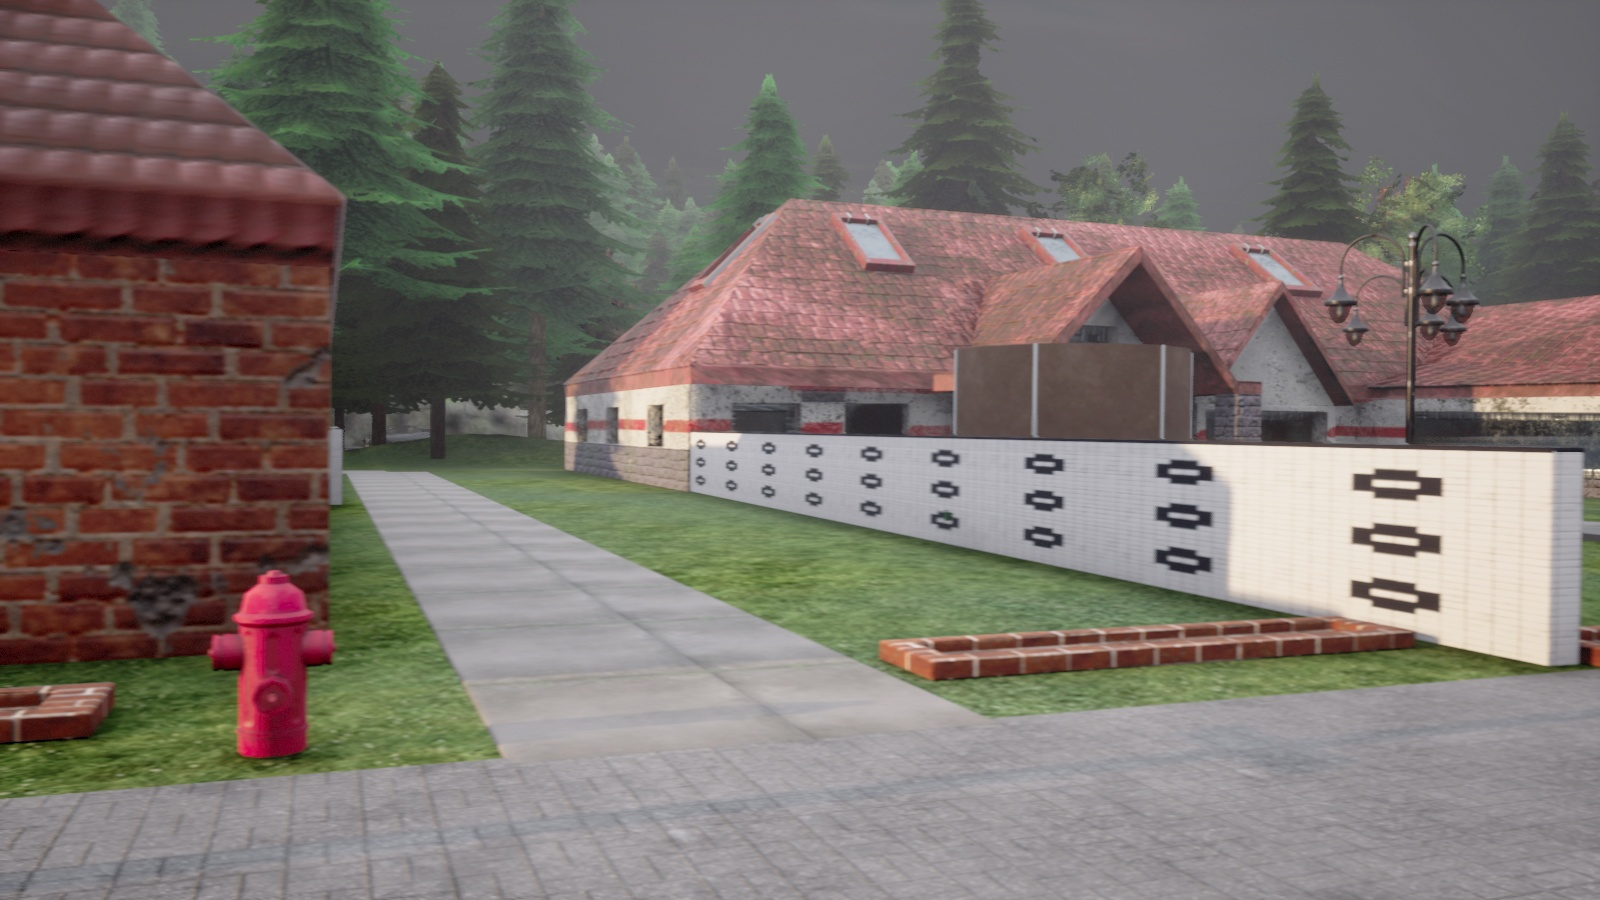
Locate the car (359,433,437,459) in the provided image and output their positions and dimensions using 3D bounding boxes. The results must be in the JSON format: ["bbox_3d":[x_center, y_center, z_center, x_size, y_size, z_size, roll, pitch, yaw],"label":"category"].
[{"bbox_3d":[-24.956,-0.253,77.914,4.514,1.525,2.007,-1,1,-21],"label":"car"}]
